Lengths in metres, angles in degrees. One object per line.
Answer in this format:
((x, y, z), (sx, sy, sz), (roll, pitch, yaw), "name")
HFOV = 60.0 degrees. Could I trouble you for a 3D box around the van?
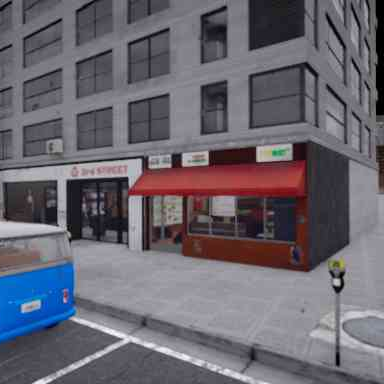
((-3.768, 1.386, 5.752), (3.998, 1.788, 1.690), (-1, 0, 35), "van")
